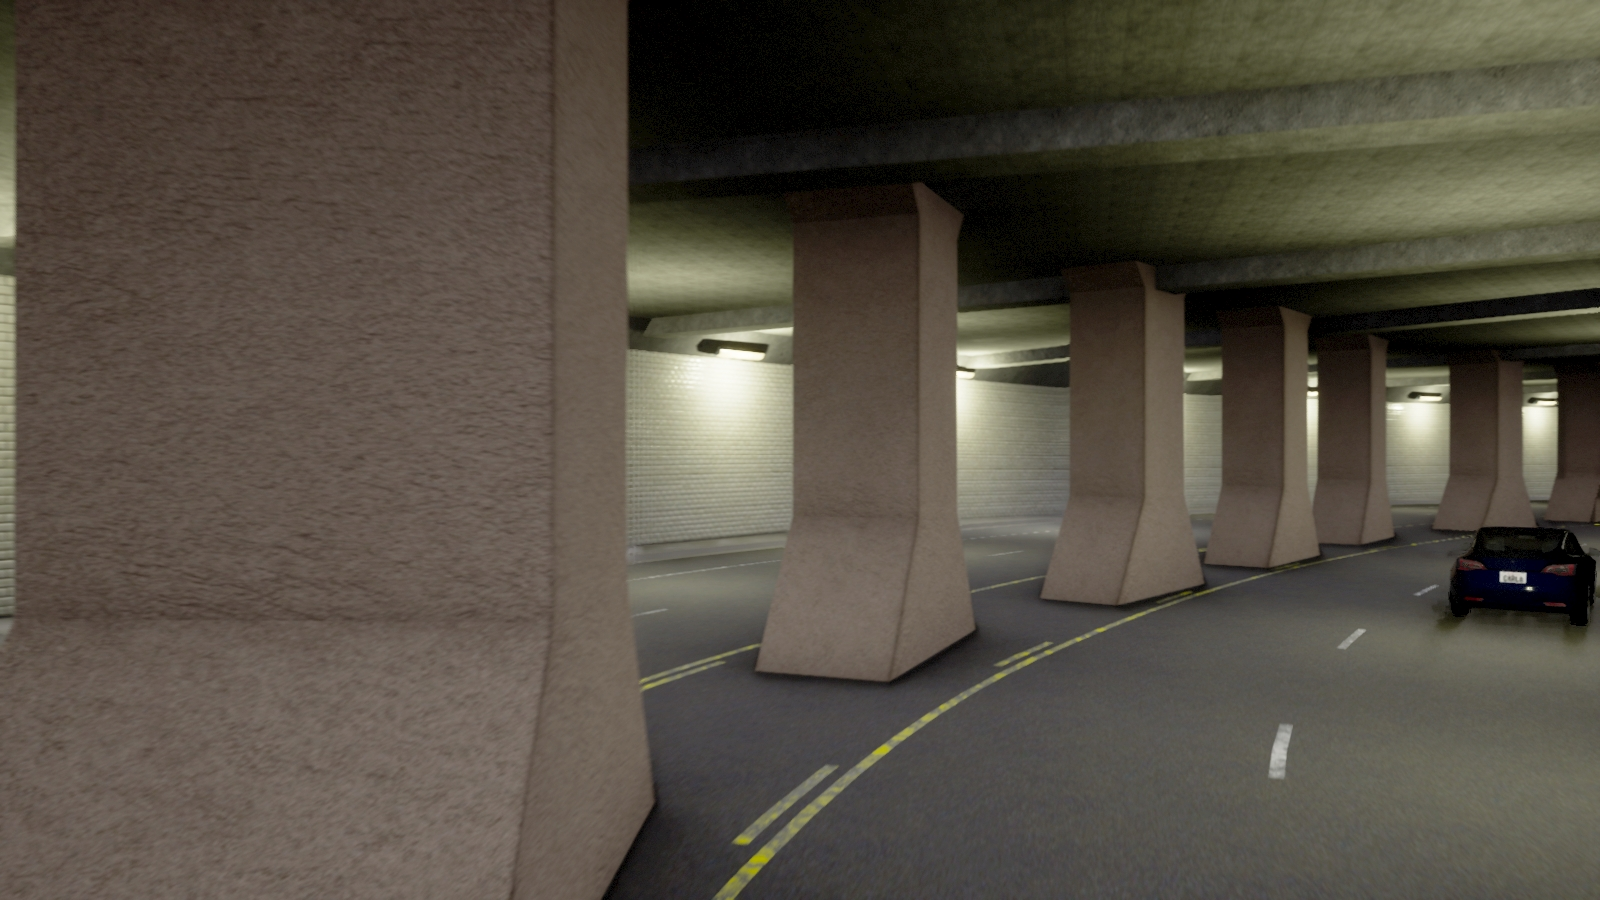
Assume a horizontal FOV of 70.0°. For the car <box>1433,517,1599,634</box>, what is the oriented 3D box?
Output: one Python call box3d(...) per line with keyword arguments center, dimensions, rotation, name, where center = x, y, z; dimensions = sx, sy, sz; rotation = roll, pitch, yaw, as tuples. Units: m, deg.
box3d(center=(12.687, 2.072, 20.041), dimensions=(2.163, 1.488, 4.792), rotation=(0, 0, 36), name="car")
